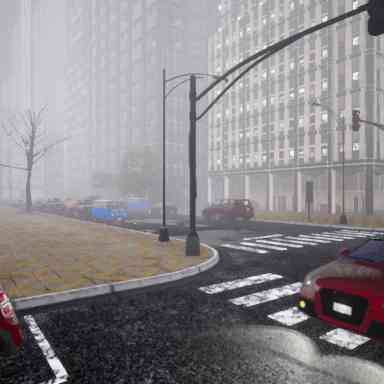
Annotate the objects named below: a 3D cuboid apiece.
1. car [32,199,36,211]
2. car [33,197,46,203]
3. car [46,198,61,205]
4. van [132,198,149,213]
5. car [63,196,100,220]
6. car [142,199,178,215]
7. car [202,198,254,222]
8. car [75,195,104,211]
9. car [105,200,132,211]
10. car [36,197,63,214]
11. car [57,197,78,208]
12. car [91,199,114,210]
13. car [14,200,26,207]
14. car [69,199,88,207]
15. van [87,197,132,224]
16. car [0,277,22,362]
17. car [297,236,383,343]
[{"bbox_3d":[-20.138,1.745,44.796,1.967,1.590,4.097,0,0,-36],"label":"car"},{"bbox_3d":[-39.054,2.063,85.110,1.882,1.535,5.008,0,0,-36],"label":"car"},{"bbox_3d":[-30.292,2.061,72.695,1.947,1.339,4.313,0,0,-36],"label":"car"},{"bbox_3d":[-6.627,1.586,40.591,1.690,1.788,3.998,0,0,-36],"label":"van"},{"bbox_3d":[-9.996,1.510,31.037,2.192,1.841,5.009,0,0,-36],"label":"car"},{"bbox_3d":[-3.245,1.758,36.004,2.008,1.369,4.403,0,0,-36],"label":"car"},{"bbox_3d":[2.931,1.454,27.625,2.192,1.841,5.009,0,0,-36],"label":"car"},{"bbox_3d":[-14.442,1.524,46.740,2.150,2.045,5.566,0,0,-36],"label":"car"},{"bbox_3d":[-10.006,1.847,45.177,1.947,1.339,4.313,0,0,-36],"label":"car"},{"bbox_3d":[-16.758,1.584,40.209,2.192,1.841,5.009,0,0,-36],"label":"car"},{"bbox_3d":[-20.749,1.721,55.225,2.097,1.767,4.553,0,0,-36],"label":"car"},{"bbox_3d":[-13.489,1.844,49.900,1.752,1.417,4.829,0,0,-36],"label":"car"},{"bbox_3d":[-30.279,1.994,58.554,1.802,1.307,4.206,0,0,-36],"label":"car"},{"bbox_3d":[-20.149,1.940,58.935,2.008,1.369,4.403,0,0,-36],"label":"car"},{"bbox_3d":[-6.615,1.499,26.451,1.690,1.788,3.998,0,0,-36],"label":"van"},{"bbox_3d":[-4.209,1.440,3.554,4.097,1.590,1.967,0,0,-36],"label":"car"},{"bbox_3d":[3.873,1.564,6.144,4.181,1.385,1.994,0,0,-36],"label":"car"}]
